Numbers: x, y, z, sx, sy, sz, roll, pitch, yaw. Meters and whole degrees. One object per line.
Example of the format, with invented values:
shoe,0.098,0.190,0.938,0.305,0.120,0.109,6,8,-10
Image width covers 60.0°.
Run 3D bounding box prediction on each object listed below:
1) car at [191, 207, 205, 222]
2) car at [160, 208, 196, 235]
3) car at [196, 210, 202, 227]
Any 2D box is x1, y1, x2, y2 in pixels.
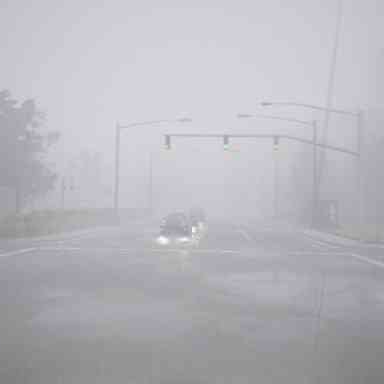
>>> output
car,0.613,3.104,46.982,2.150,2.045,5.566,0,-2,5
car,-1.152,2.400,26.459,2.097,1.767,4.553,0,-2,5
car,-0.308,3.014,36.349,1.994,1.385,4.181,0,-2,5
